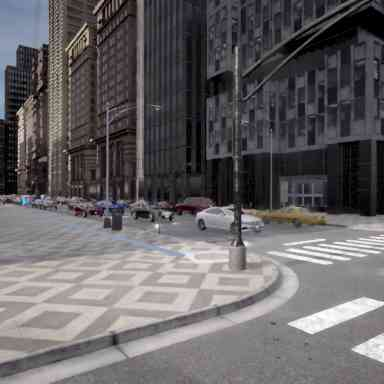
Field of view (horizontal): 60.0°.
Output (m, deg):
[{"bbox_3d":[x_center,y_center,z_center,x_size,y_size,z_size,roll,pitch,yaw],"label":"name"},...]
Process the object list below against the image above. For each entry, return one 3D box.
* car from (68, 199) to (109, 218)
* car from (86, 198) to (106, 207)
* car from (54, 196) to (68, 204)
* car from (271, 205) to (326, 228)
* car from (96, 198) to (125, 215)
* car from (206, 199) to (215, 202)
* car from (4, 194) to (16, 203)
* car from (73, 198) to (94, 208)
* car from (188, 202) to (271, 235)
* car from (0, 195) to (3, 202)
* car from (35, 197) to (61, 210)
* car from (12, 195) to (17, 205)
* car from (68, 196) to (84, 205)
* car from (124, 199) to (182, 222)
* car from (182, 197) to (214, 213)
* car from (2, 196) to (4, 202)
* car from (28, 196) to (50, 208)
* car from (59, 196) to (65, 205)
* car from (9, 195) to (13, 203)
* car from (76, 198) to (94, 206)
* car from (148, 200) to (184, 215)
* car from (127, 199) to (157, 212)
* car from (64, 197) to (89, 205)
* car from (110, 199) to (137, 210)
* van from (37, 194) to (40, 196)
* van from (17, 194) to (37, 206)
[{"bbox_3d":[-9.864,1.611,31.481,1.887,1.381,4.507,0,0,-35],"label":"car"},{"bbox_3d":[-15.851,1.726,54.712,1.947,1.339,4.313,0,0,-35],"label":"car"},{"bbox_3d":[-28.789,1.666,73.006,1.967,1.590,4.097,0,0,-35],"label":"car"},{"bbox_3d":[6.692,1.578,22.836,1.752,1.417,4.829,0,0,-35],"label":"car"},{"bbox_3d":[-8.705,1.559,34.473,1.882,1.535,5.008,0,0,-35],"label":"car"},{"bbox_3d":[3.457,1.593,27.409,1.752,1.417,4.829,0,0,-35],"label":"car"},{"bbox_3d":[-38.976,1.527,72.646,2.192,1.841,5.009,0,0,-35],"label":"car"},{"bbox_3d":[-16.862,1.650,51.536,1.837,1.490,4.892,0,0,-35],"label":"car"},{"bbox_3d":[2.023,1.557,19.251,1.812,1.442,4.674,0,0,-37],"label":"car"},{"bbox_3d":[-45.445,1.687,81.793,1.967,1.590,4.097,0,0,-35],"label":"car"},{"bbox_3d":[-19.568,1.695,45.202,1.802,1.307,4.206,0,0,-35],"label":"car"},{"bbox_3d":[-32.408,1.703,63.359,1.752,1.417,4.829,0,0,-35],"label":"car"},{"bbox_3d":[-22.320,1.633,63.859,1.967,1.590,4.097,0,0,-35],"label":"car"},{"bbox_3d":[-3.262,1.547,26.764,2.128,1.511,4.902,0,0,-35],"label":"car"},{"bbox_3d":[0.321,1.397,31.844,2.192,1.841,5.009,0,0,-35],"label":"car"},{"bbox_3d":[-42.211,1.812,77.219,1.802,1.307,4.206,0,0,-35],"label":"car"},{"bbox_3d":[-22.802,1.711,49.775,1.802,1.307,4.206,0,0,-35],"label":"car"},{"bbox_3d":[-23.472,1.779,60.878,1.895,1.301,4.718,0,0,-36],"label":"car"},{"bbox_3d":[-35.741,1.777,68.071,1.802,1.307,4.206,0,0,-35],"label":"car"},{"bbox_3d":[-19.086,1.758,59.285,1.802,1.307,4.206,0,0,-35],"label":"car"},{"bbox_3d":[-2.913,1.642,36.417,1.887,1.381,4.507,0,0,-35],"label":"car"},{"bbox_3d":[-6.246,1.638,41.130,1.752,1.417,4.829,0,0,-35],"label":"car"},{"bbox_3d":[-14.392,1.672,42.562,1.994,1.385,4.181,0,0,-37],"label":"car"},{"bbox_3d":[-9.383,1.679,45.565,2.008,1.369,4.403,0,0,-35],"label":"car"},{"bbox_3d":[-38.494,1.619,86.727,1.690,1.788,3.998,0,0,-35],"label":"van"},{"bbox_3d":[-29.272,1.503,58.924,1.690,1.788,3.998,0,0,-35],"label":"van"}]
